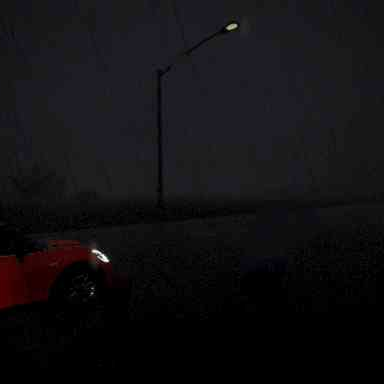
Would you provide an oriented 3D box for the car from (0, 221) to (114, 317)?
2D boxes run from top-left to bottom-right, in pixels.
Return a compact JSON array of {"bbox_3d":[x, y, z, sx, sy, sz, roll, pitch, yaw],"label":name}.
[{"bbox_3d":[-3.774,1.304,6.016,4.553,1.767,2.097,-2,2,-38],"label":"car"}]
